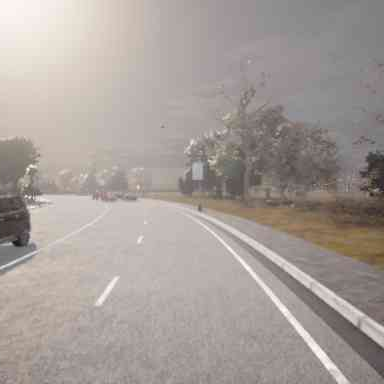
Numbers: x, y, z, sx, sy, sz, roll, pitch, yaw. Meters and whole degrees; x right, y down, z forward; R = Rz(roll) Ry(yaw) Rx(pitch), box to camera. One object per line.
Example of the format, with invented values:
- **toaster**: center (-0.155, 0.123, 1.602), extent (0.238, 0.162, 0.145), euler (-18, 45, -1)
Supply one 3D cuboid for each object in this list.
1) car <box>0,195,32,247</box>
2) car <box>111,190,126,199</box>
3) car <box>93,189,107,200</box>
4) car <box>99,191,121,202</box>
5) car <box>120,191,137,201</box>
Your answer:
- **car**: center (-7.455, 1.138, 11.284), extent (2.150, 2.045, 5.566), euler (0, 1, -3)
- **car**: center (-15.282, 0.509, 68.998), extent (2.097, 1.767, 4.553), euler (-1, 1, -27)
- **car**: center (-18.796, 0.432, 68.198), extent (2.150, 2.045, 5.566), euler (-1, 1, -27)
- **car**: center (-14.452, 0.959, 58.453), extent (2.033, 1.411, 5.357), euler (-1, 1, -23)
- **car**: center (-11.131, 0.888, 59.596), extent (1.837, 1.490, 4.892), euler (-1, 1, -23)
